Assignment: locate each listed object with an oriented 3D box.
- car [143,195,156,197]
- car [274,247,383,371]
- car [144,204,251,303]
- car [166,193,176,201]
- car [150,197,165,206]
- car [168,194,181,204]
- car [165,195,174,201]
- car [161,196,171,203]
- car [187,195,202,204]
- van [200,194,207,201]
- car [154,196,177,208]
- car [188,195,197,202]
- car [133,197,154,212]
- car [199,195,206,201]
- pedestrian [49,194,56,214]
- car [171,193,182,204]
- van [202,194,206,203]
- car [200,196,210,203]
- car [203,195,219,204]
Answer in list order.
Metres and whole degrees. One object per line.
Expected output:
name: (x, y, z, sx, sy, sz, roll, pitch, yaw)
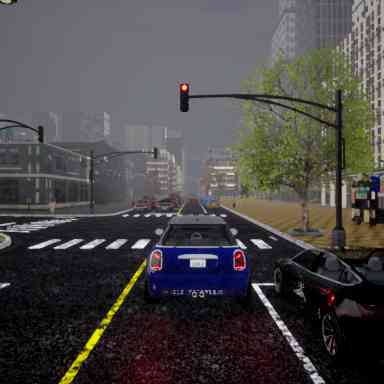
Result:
car: (-5.627, 1.318, 43.720, 2.192, 1.841, 5.009, 0, 0, 0)
car: (2.701, 1.566, 5.682, 1.947, 1.339, 4.313, 0, 0, 0)
car: (0.111, 1.353, 8.350, 2.097, 1.767, 4.553, 0, 0, 0)
car: (-5.568, 1.324, 88.128, 2.192, 1.841, 5.009, 0, 0, 0)
car: (-5.614, 1.555, 54.822, 2.008, 1.369, 4.403, 0, 0, 0)
car: (-3.032, 1.481, 48.489, 1.882, 1.535, 5.008, 0, 0, 0)
car: (-5.576, 1.559, 82.577, 2.008, 1.369, 4.403, 0, 0, 0)
car: (-5.591, 1.532, 71.305, 1.752, 1.417, 4.829, 0, 0, 0)
car: (0.174, 1.568, 56.551, 1.994, 1.385, 4.181, 0, 0, 0)
van: (2.806, 1.349, 82.568, 1.690, 1.788, 3.998, 0, 0, 0)
car: (-3.041, 1.528, 38.455, 1.812, 1.442, 4.674, 0, 0, -2)
car: (0.107, 1.547, 79.184, 2.033, 1.411, 5.357, 0, 0, 0)
car: (-5.636, 1.584, 38.169, 1.802, 1.307, 4.206, 0, 0, 0)
car: (2.812, 1.534, 88.289, 1.752, 1.417, 4.829, 0, 0, 0)
pedestrian: (-12.710, 1.039, 30.183, 0.375, 1.860, 0.375, 0, -1, -1)
car: (-2.991, 1.226, 58.986, 2.150, 2.045, 5.566, 0, 0, 1)
van: (2.760, 1.345, 49.263, 1.690, 1.788, 3.998, 0, 0, 0)
car: (2.789, 1.572, 71.466, 1.947, 1.339, 4.313, 0, 0, 0)
car: (2.752, 1.528, 43.881, 1.752, 1.417, 4.829, 0, 0, 0)
